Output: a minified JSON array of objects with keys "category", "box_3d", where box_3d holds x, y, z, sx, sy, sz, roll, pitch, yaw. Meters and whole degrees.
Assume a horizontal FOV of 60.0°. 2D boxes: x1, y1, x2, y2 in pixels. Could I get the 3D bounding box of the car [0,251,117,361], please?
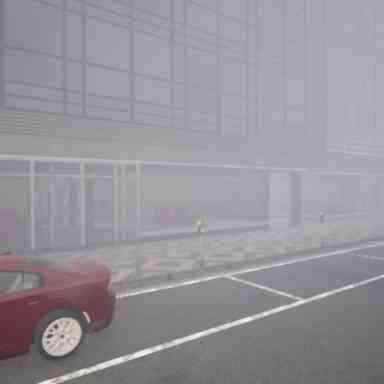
[{"category":"car","box_3d":[-3.252,1.547,4.333,4.507,1.381,1.887,-1,0,-35]}]
